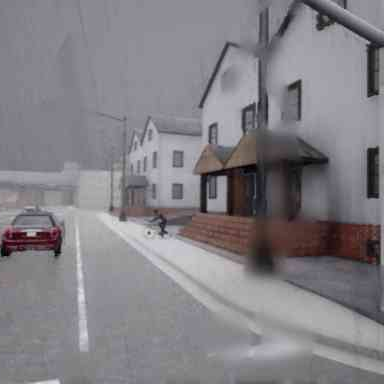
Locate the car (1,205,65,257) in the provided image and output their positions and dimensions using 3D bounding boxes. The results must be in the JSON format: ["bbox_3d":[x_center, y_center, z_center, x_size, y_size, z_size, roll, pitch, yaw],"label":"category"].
[{"bbox_3d":[-6.702,1.639,14.453,2.097,1.767,4.553,1,-2,-19],"label":"car"}]

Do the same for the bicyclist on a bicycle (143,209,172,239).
[{"bbox_3d":[-1.849,1.764,18.130,1.656,1.620,0.582,1,-2,-19],"label":"bicyclist on a bicycle"}]
